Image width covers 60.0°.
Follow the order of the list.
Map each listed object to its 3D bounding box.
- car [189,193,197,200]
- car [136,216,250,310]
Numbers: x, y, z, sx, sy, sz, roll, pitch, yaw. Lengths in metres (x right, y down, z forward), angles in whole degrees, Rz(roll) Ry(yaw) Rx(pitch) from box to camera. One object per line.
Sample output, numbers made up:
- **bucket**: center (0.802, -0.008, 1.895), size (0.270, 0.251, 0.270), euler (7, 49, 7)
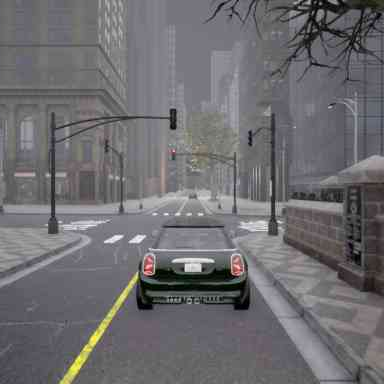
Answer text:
- **car**: center (0.243, 0.940, 81.241), size (2.097, 1.767, 4.553), euler (0, 1, 0)
- **car**: center (0.034, 1.352, 7.982), size (2.097, 1.767, 4.553), euler (0, 0, 0)
